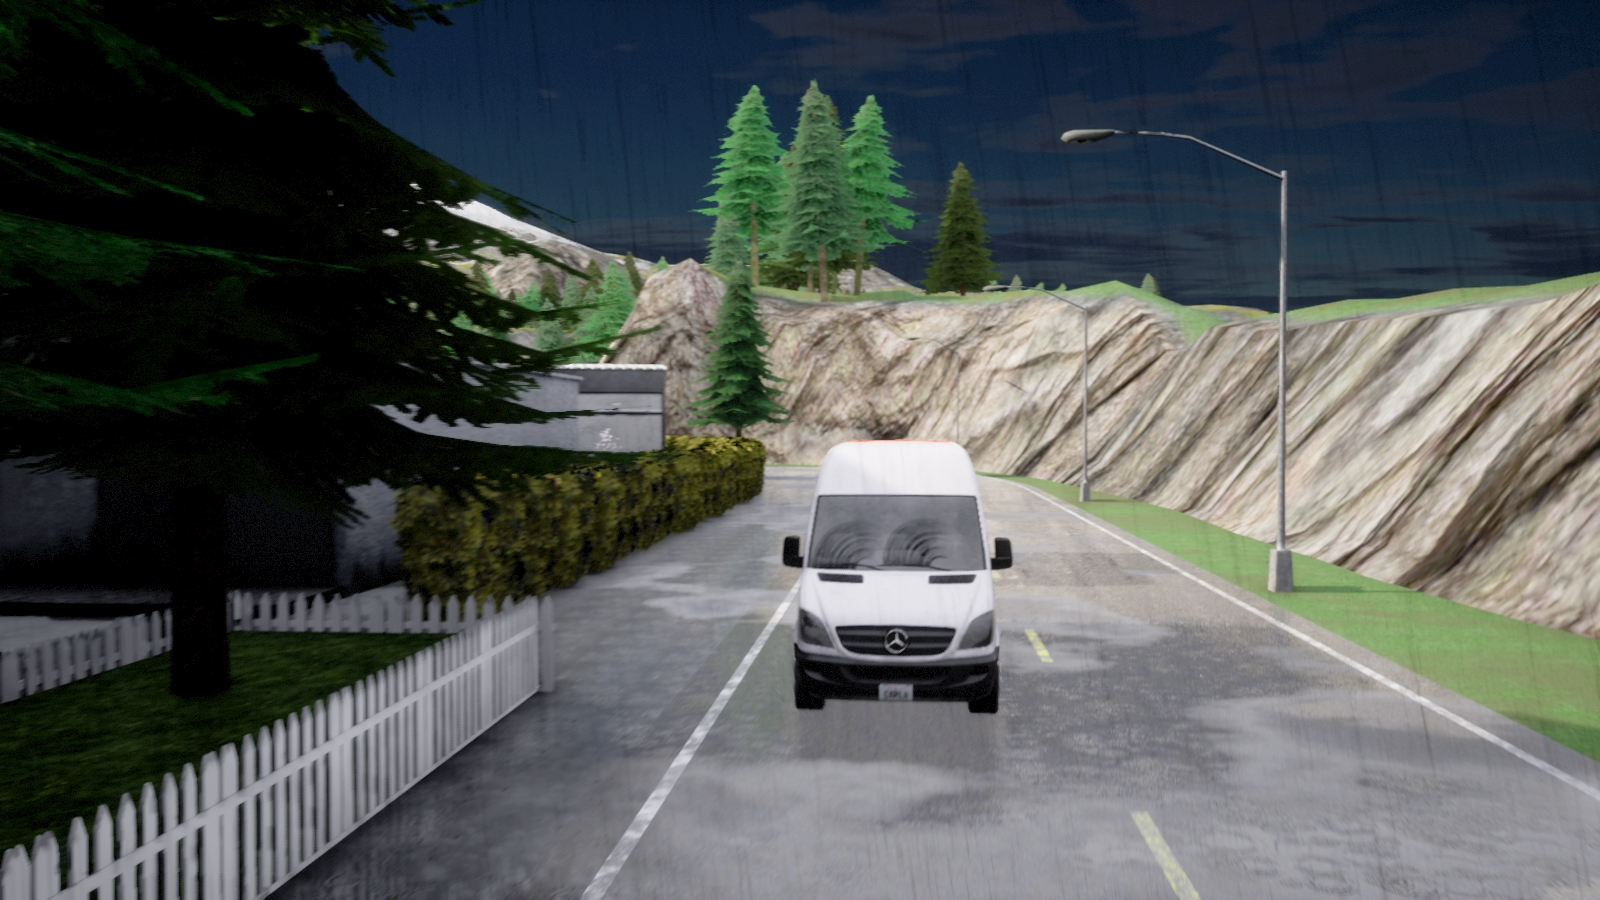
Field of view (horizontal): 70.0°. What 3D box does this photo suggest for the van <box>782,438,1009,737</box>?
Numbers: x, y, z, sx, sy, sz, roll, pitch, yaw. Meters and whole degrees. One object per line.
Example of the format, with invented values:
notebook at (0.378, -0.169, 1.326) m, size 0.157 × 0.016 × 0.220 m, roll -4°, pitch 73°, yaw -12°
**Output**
van at (1.104, 1.180, 13.044) m, size 1.988 × 2.561 × 5.915 m, roll 0°, pitch 1°, yaw 5°
